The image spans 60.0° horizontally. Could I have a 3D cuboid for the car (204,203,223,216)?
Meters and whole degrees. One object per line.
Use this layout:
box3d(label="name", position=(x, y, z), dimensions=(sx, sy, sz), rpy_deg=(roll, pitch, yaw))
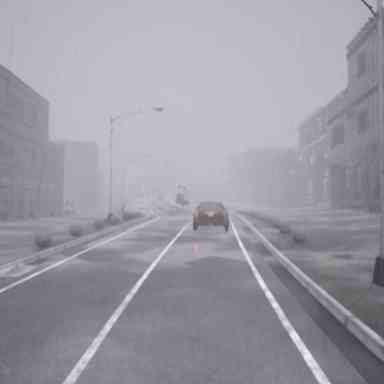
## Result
box3d(label="car", position=(2.543, 1.988, 38.980), dimensions=(2.033, 1.411, 5.357), rpy_deg=(0, -3, 4))

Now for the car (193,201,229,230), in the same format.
box3d(label="car", position=(1.225, 1.330, 21.112), dimensions=(2.097, 1.767, 4.553), rpy_deg=(0, 0, 4))
